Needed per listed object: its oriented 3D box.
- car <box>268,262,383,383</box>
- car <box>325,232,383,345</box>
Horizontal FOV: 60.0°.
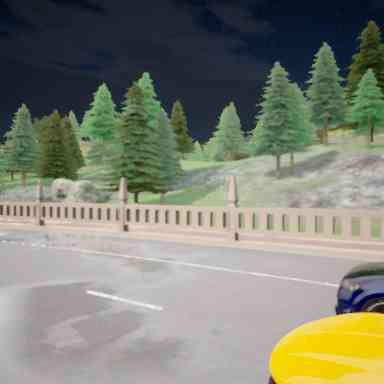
[{"bbox_3d":[2.873,1.466,1.774,5.008,1.535,1.882,0,0,36],"label":"car"},{"bbox_3d":[4.420,1.539,4.930,4.181,1.385,1.994,0,0,35],"label":"car"}]
